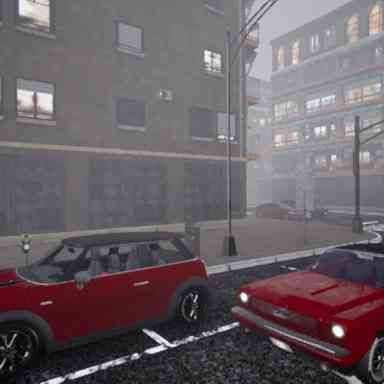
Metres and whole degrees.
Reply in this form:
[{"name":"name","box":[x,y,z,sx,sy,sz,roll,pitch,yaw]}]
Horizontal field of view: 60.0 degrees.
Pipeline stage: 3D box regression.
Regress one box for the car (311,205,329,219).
[{"name":"car","box":[8.878,1.335,27.703,1.882,1.535,5.008,-1,1,-35]}]

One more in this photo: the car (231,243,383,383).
[{"name":"car","box":[2.909,1.598,5.449,4.718,1.301,1.895,0,0,-35]}]

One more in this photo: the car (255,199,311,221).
[{"name":"car","box":[6.792,1.462,26.182,1.802,1.307,4.206,0,0,-35]}]

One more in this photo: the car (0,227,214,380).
[{"name":"car","box":[-1.698,1.439,5.407,4.097,1.590,1.967,0,0,-35]}]
